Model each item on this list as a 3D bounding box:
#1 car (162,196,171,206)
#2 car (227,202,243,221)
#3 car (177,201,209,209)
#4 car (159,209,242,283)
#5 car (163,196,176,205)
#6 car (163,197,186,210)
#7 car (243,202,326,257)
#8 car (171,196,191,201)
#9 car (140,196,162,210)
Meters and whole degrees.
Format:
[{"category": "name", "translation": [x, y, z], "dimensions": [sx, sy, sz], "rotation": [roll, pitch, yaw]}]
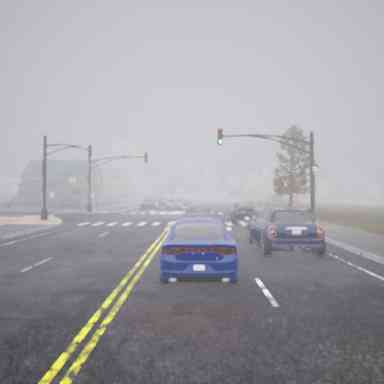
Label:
[{"category": "car", "translation": [-4.950, 1.389, 53.033], "dimensions": [2.097, 1.767, 4.553], "rotation": [0, 0, 3]}, {"category": "car", "translation": [3.751, 1.504, 24.808], "dimensions": [1.837, 1.490, 4.892], "rotation": [0, 0, 2]}, {"category": "car", "translation": [0.399, 1.546, 21.240], "dimensions": [2.033, 1.411, 5.357], "rotation": [0, 0, 1]}, {"category": "car", "translation": [0.185, 1.474, 9.651], "dimensions": [1.882, 1.535, 5.008], "rotation": [0, 0, 1]}, {"category": "car", "translation": [-4.227, 1.535, 63.427], "dimensions": [1.882, 1.535, 5.008], "rotation": [0, 0, 5]}, {"category": "car", "translation": [-2.237, 1.621, 43.301], "dimensions": [1.895, 1.301, 4.718], "rotation": [0, 0, 3]}, {"category": "car", "translation": [3.488, 1.348, 13.103], "dimensions": [2.097, 1.767, 4.553], "rotation": [0, 0, 1]}, {"category": "car", "translation": [-1.735, 1.596, 52.380], "dimensions": [1.994, 1.385, 4.181], "rotation": [0, 0, 4]}, {"category": "car", "translation": [-5.494, 1.528, 43.191], "dimensions": [1.837, 1.490, 4.892], "rotation": [0, 0, 3]}]
